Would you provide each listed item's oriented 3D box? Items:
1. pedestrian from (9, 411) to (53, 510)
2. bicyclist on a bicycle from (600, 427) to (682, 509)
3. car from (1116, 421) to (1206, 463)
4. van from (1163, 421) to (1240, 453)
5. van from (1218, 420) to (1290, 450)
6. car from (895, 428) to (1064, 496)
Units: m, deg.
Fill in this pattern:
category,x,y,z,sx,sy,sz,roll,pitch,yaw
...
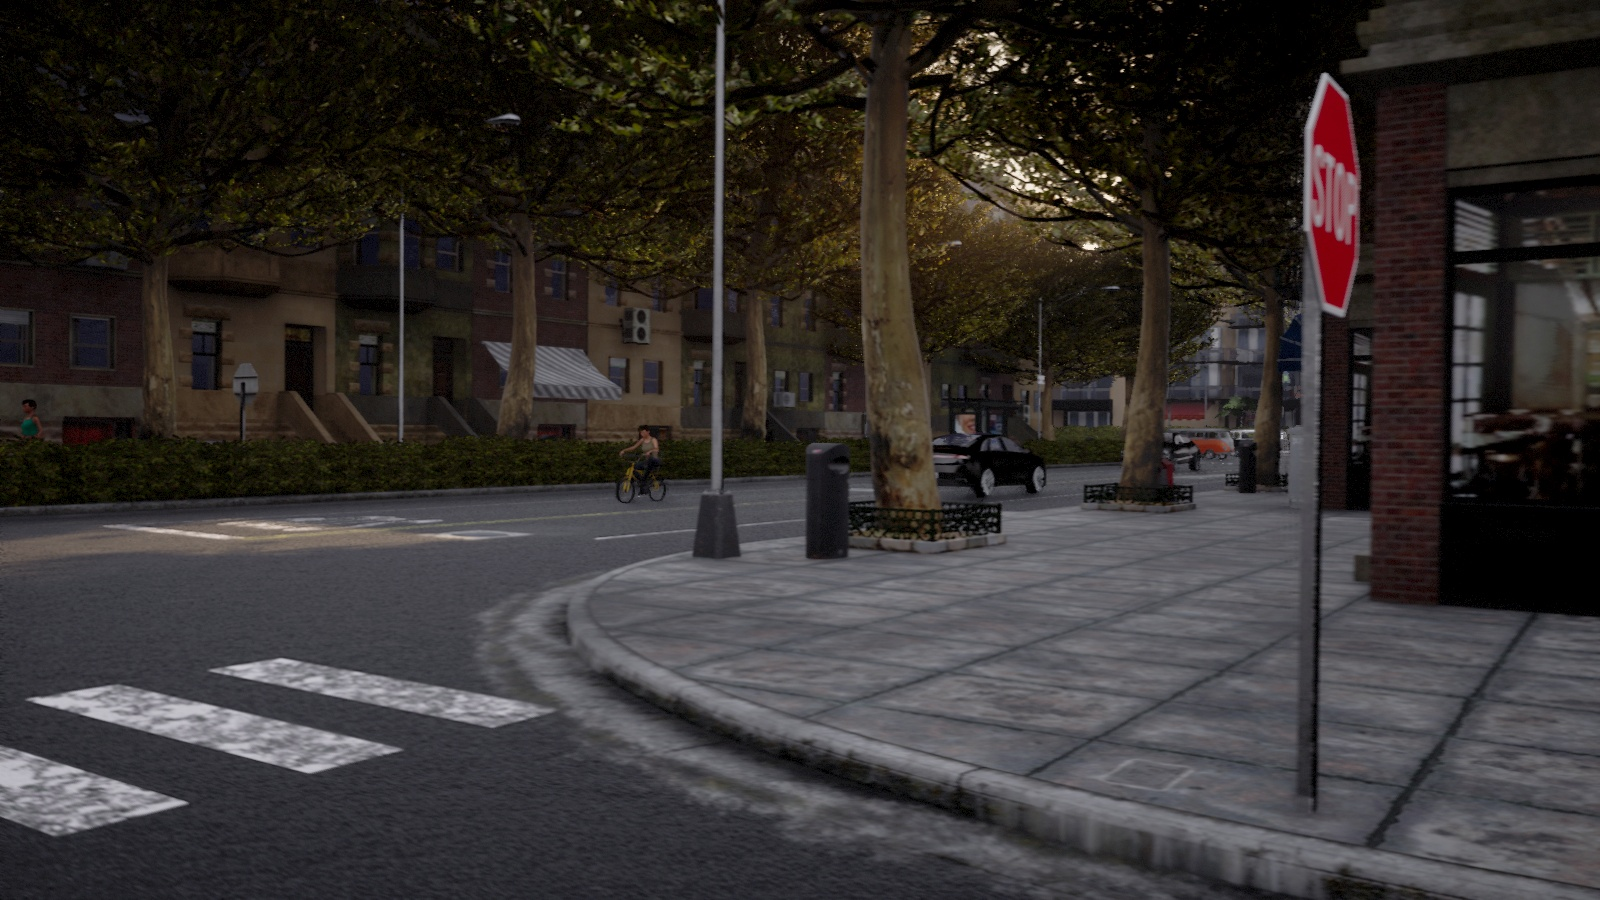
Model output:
category,x,y,z,sx,sy,sz,roll,pitch,yaw
pedestrian,-14.502,0.190,23.679,0.345,1.836,0.594,0,1,36
bicyclist on a bicycle,-3.230,0.343,25.618,0.866,1.612,1.509,0,1,35
car,15.120,-0.346,52.413,2.152,1.651,5.027,0,1,34
van,25.665,-0.851,80.350,1.775,1.987,4.442,-1,1,-41
van,32.337,-1.065,89.482,4.480,2.038,2.069,0,1,34
car,4.483,0.225,30.701,2.128,1.511,4.902,0,1,34
